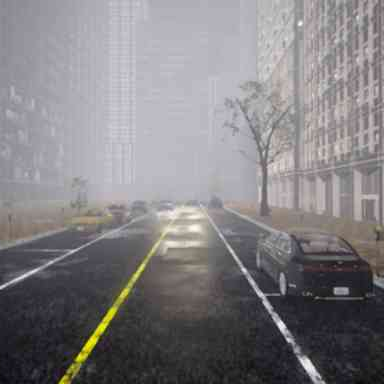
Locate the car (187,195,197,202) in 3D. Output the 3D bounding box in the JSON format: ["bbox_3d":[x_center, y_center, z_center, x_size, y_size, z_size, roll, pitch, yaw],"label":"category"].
[{"bbox_3d":[0.028,1.405,72.325,1.994,1.385,4.181,0,0,0],"label":"car"}]

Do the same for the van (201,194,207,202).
[{"bbox_3d":[2.729,1.379,75.895,1.690,1.788,3.998,1,0,0],"label":"van"}]

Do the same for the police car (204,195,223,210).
[{"bbox_3d":[3.017,1.451,43.772,1.930,1.638,5.238,0,0,0],"label":"police car"}]

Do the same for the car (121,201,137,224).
[{"bbox_3d":[-5.672,1.561,25.120,1.887,1.381,4.507,1,0,0],"label":"car"}]

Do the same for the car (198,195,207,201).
[{"bbox_3d":[2.732,1.481,87.177,1.967,1.590,4.097,1,0,0],"label":"car"}]

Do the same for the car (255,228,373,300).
[{"bbox_3d":[2.702,1.556,8.199,2.008,1.369,4.403,1,0,0],"label":"car"}]

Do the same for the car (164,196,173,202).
[{"bbox_3d":[-5.652,1.606,81.547,1.947,1.339,4.313,1,0,0],"label":"car"}]

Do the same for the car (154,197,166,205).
[{"bbox_3d":[-5.660,1.614,58.976,1.802,1.307,4.206,1,0,0],"label":"car"}]

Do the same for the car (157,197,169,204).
[{"bbox_3d":[-5.659,1.600,64.619,1.947,1.339,4.313,1,0,0],"label":"car"}]

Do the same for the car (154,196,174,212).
[{"bbox_3d":[-3.082,1.571,39.230,2.033,1.411,5.357,0,0,0],"label":"car"}]

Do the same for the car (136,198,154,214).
[{"bbox_3d":[-5.669,1.589,36.405,1.947,1.339,4.313,1,0,0],"label":"car"}]

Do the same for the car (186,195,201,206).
[{"bbox_3d":[0.021,1.595,56.693,1.994,1.385,4.181,0,0,0],"label":"car"}]

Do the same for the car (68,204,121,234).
[{"bbox_3d":[-5.674,1.539,19.307,1.752,1.417,4.829,1,0,0],"label":"car"}]
